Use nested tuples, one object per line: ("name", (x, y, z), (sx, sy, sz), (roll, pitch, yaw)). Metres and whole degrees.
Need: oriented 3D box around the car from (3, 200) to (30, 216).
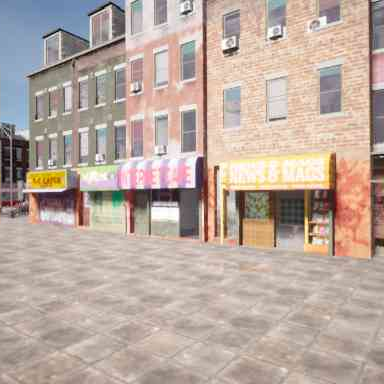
("car", (-16.295, 1.521, 33.292), (1.812, 1.442, 4.674), (-1, 0, 36))
